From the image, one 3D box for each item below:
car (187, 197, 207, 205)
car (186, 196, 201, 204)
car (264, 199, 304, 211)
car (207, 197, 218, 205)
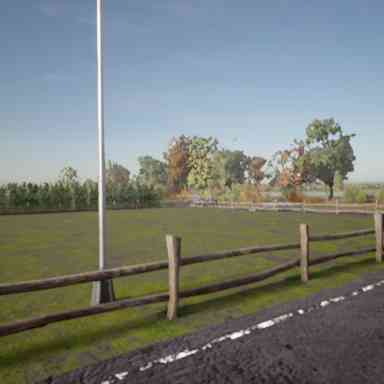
[{"bbox_3d":[0.467,1.716,59.401,1.812,1.442,4.674,-1,0,-20],"label":"car"},{"bbox_3d":[0.312,1.683,70.429,1.812,1.442,4.674,-1,0,-16],"label":"car"},{"bbox_3d":[10.982,1.546,39.927,1.895,1.301,4.718,-1,0,-34],"label":"car"},{"bbox_3d":[3.183,1.623,60.433,2.128,1.511,4.902,-1,0,-17],"label":"car"}]
